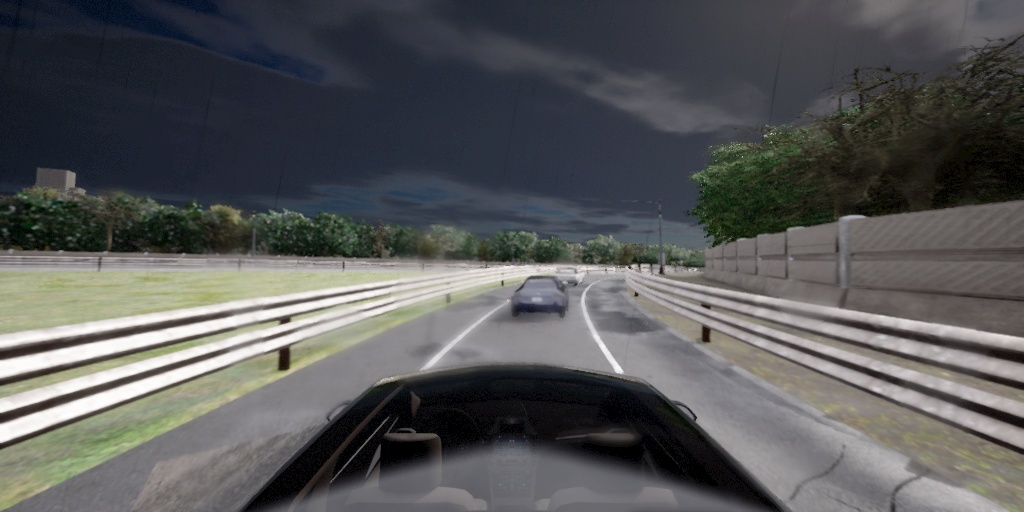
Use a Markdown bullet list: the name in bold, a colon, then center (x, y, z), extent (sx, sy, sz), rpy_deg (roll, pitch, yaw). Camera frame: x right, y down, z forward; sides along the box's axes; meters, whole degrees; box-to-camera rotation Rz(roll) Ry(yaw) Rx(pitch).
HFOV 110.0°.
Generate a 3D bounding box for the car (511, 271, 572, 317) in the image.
- **car**: center (1.206, 1.453, 13.990), extent (1.994, 1.385, 4.181), rpy_deg (0, 0, 10)

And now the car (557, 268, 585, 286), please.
- **car**: center (4.386, 1.573, 27.476), extent (1.895, 1.301, 4.718), rpy_deg (-1, -1, 19)
